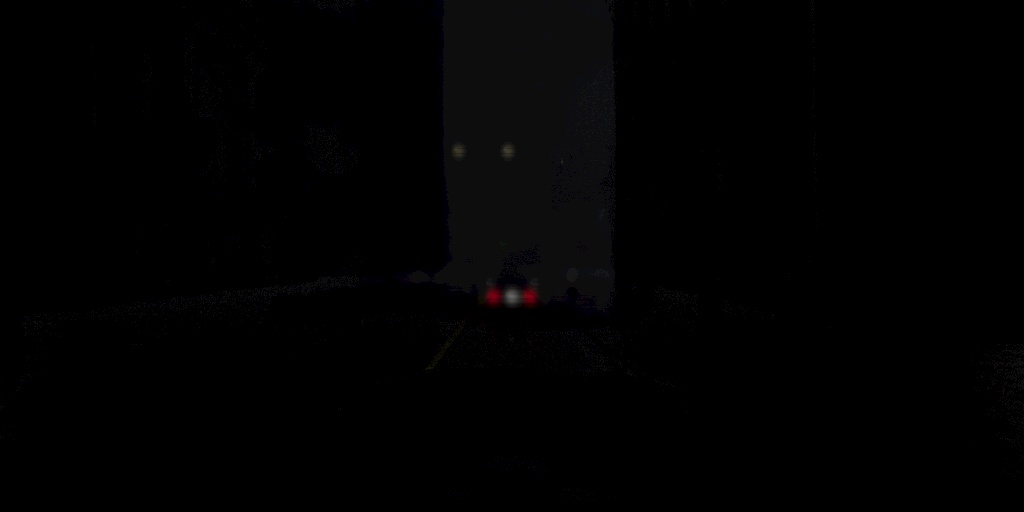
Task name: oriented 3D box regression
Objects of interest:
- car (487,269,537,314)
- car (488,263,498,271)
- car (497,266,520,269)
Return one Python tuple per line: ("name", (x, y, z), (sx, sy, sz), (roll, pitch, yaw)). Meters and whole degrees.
("car", (0.017, 1.429, 14.410), (2.033, 1.411, 5.357), (0, -1, 1))
("car", (-3.029, 1.975, 60.199), (1.812, 1.442, 4.674), (0, -1, 0))
("car", (0.042, 1.621, 30.471), (1.994, 1.385, 4.181), (0, -1, 1))
